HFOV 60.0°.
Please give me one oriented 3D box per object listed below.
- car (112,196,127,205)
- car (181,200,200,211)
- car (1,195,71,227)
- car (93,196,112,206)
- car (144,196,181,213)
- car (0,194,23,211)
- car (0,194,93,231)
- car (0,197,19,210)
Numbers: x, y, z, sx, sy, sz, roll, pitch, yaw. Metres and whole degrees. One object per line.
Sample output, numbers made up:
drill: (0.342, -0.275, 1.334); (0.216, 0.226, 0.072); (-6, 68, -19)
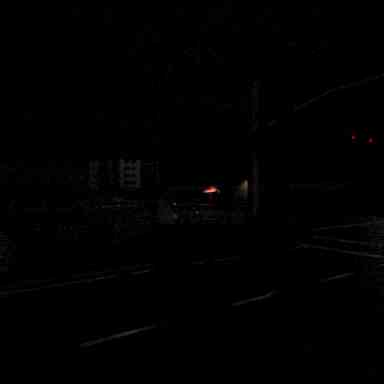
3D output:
car: (-12.885, 1.502, 57.771); (1.812, 1.442, 4.674); (0, 0, -34)
car: (-0.955, 1.577, 39.798); (1.895, 1.301, 4.718); (0, 0, -34)
car: (-10.150, 1.151, 21.739); (3.866, 1.878, 1.905); (0, 0, -35)
car: (-15.669, 1.472, 55.632); (2.128, 1.511, 4.902); (0, 0, -34)
car: (-3.565, 1.332, 37.407); (2.097, 1.767, 4.553); (0, 0, -34)
car: (-21.517, 1.151, 37.735); (3.866, 1.878, 1.905); (0, 0, -35)
car: (-8.522, 1.149, 19.345); (4.605, 1.855, 1.932); (0, 0, -35)
car: (-23.181, 1.390, 40.105); (3.806, 1.475, 1.970); (0, 0, -35)
